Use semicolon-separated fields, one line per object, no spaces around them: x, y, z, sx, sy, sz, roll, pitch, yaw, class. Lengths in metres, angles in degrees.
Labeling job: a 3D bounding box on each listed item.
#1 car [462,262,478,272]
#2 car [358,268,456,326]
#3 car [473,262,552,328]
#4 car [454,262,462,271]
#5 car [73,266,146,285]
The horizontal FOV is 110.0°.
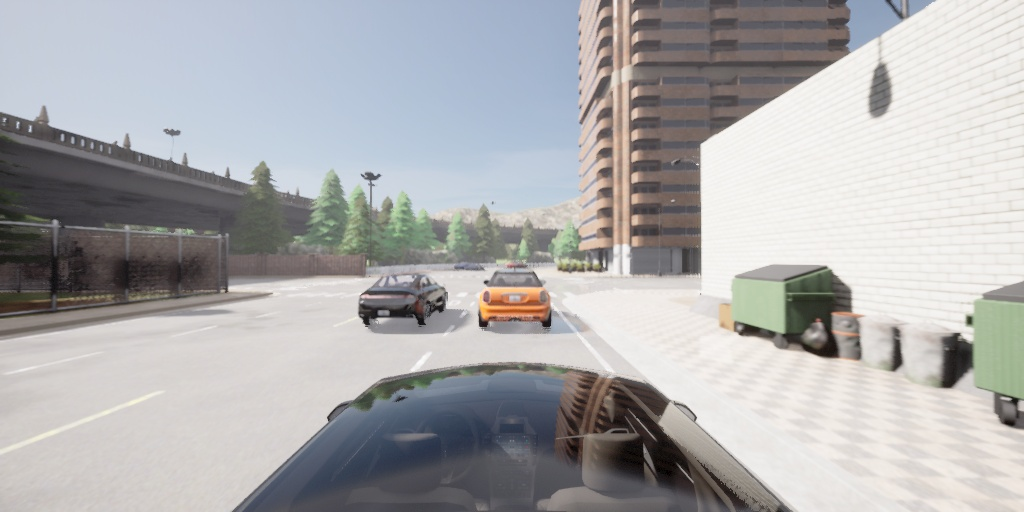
-6.051;1.827;58.291;1.994;1.385;4.181;0;-1;13;car
-3.414;1.335;11.994;2.128;1.511;4.902;0;-1;0;car
0.086;1.194;11.893;2.097;1.767;4.553;0;-1;0;car
-8.372;1.783;63.031;1.882;1.535;5.008;0;-1;18;car
-32.161;1.556;28.760;4.892;1.490;1.837;0;-1;0;car
